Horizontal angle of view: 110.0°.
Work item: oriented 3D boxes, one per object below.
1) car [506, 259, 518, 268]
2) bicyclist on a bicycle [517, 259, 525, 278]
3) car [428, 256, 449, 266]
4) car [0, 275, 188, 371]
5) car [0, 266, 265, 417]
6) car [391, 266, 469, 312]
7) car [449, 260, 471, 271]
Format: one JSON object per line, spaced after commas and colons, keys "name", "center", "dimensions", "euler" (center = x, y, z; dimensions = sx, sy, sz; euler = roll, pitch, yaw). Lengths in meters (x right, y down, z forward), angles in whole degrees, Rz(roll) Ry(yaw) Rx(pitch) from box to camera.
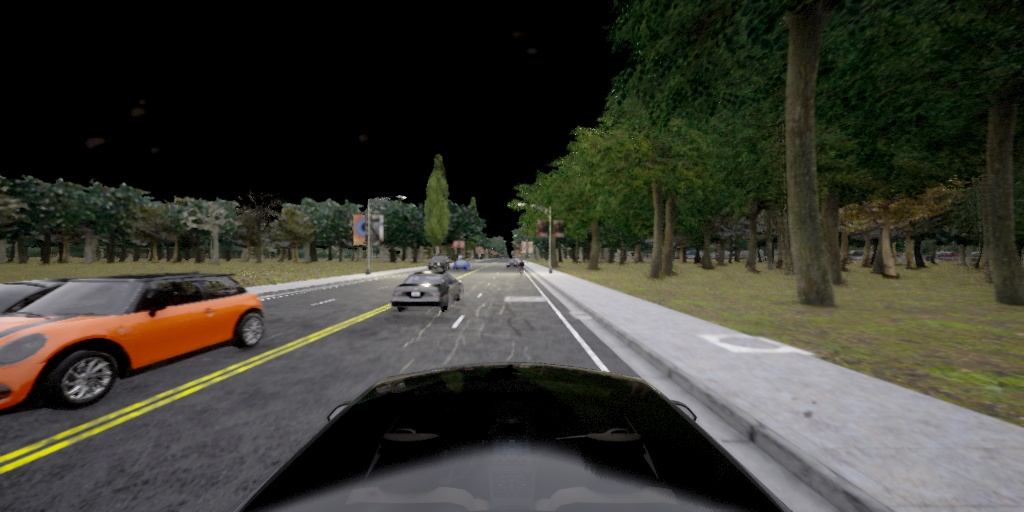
{"name": "car", "center": [-0.012, 1.367, 60.193], "dimensions": [1.895, 1.301, 4.718], "euler": [0, 0, 0]}
{"name": "bicyclist on a bicycle", "center": [0.883, 1.128, 32.621], "dimensions": [0.659, 1.776, 1.843], "euler": [0, 0, 0]}
{"name": "car", "center": [-9.842, 0.983, 48.762], "dimensions": [2.150, 2.045, 5.566], "euler": [0, 0, 0]}
{"name": "car", "center": [-9.852, 1.255, 7.432], "dimensions": [1.837, 1.490, 4.892], "euler": [0, 0, 0]}
{"name": "car", "center": [-6.601, 1.102, 6.117], "dimensions": [2.097, 1.767, 4.553], "euler": [0, 0, 0]}
{"name": "car", "center": [-3.154, 1.299, 14.251], "dimensions": [2.033, 1.411, 5.357], "euler": [0, 0, 0]}
{"name": "car", "center": [-6.594, 1.239, 47.198], "dimensions": [1.882, 1.535, 5.008], "euler": [0, 0, 0]}
